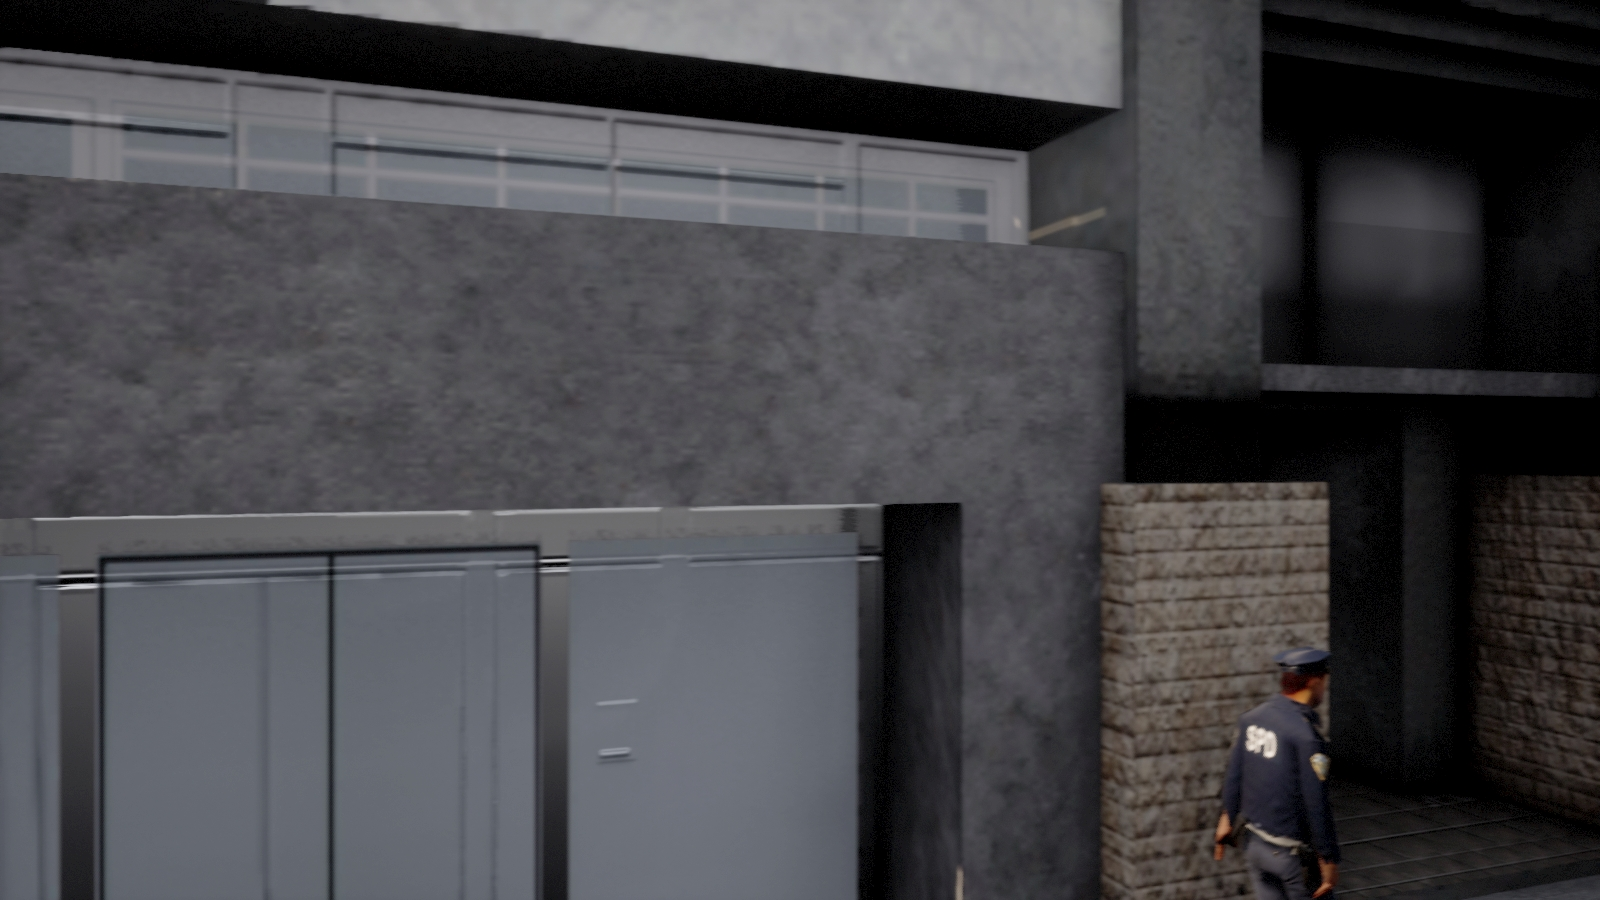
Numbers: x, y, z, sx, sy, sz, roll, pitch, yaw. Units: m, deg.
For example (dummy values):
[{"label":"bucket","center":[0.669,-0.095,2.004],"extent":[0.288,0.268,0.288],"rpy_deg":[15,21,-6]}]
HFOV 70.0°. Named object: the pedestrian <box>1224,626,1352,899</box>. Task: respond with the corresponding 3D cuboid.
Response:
[{"label":"pedestrian","center":[2.165,1.747,5.085],"extent":[0.375,1.860,0.375],"rpy_deg":[0,0,-12]}]
